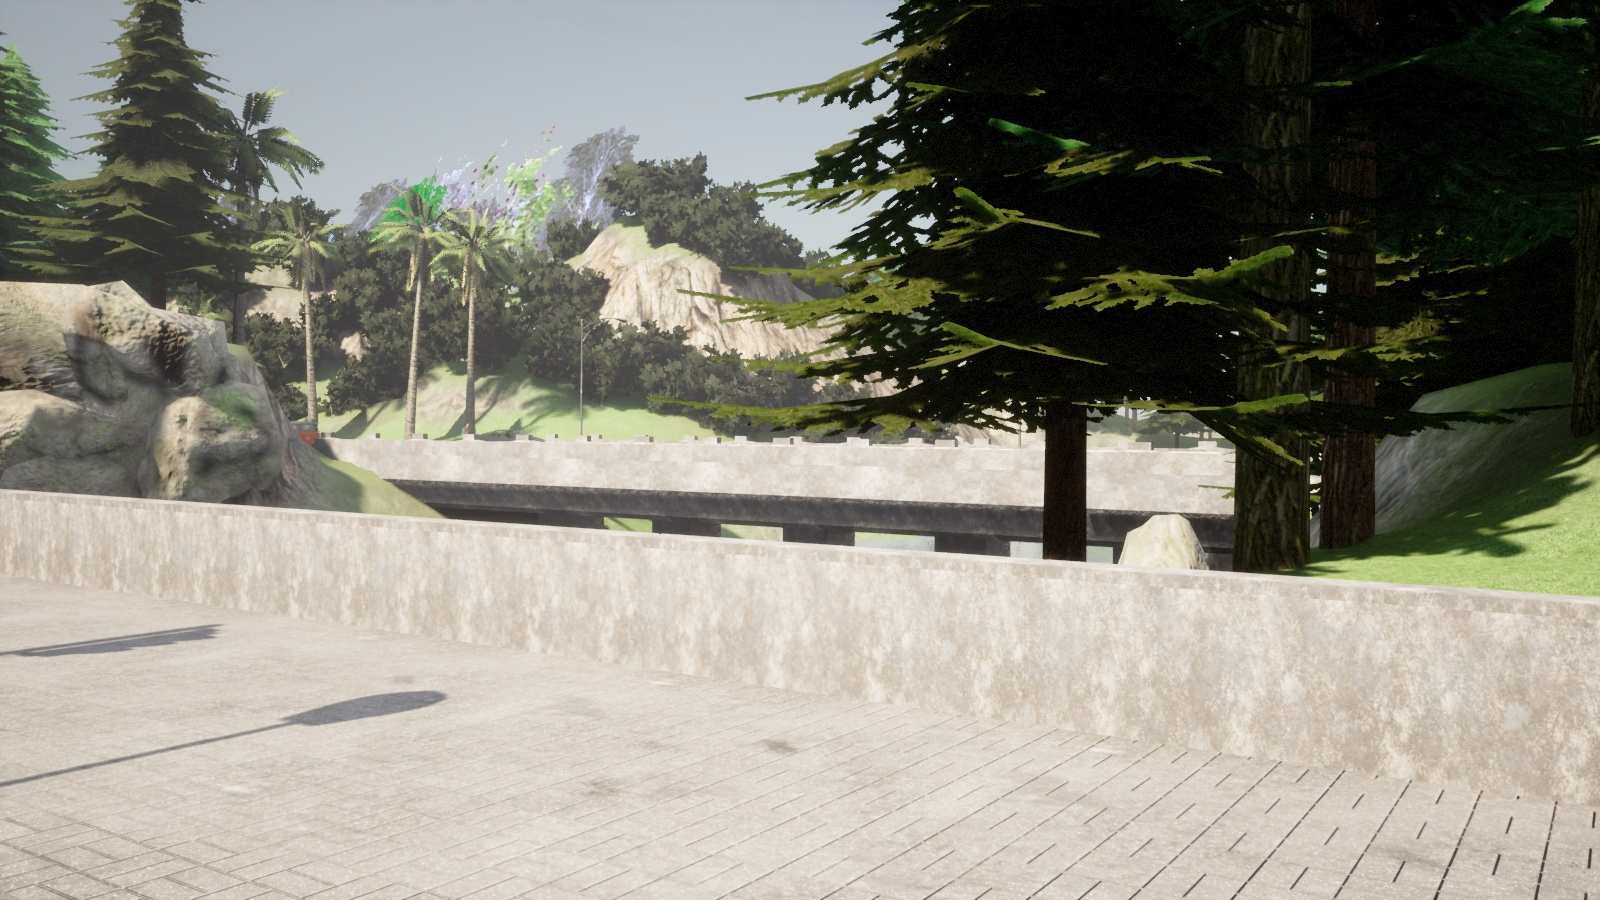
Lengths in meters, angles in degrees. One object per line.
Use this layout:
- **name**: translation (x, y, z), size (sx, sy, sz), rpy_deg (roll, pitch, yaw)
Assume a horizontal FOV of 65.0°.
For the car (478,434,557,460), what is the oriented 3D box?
- **car**: translation (-16.845, -0.191, 74.830), size (4.514, 1.525, 2.007), rpy_deg (0, 1, 34)
